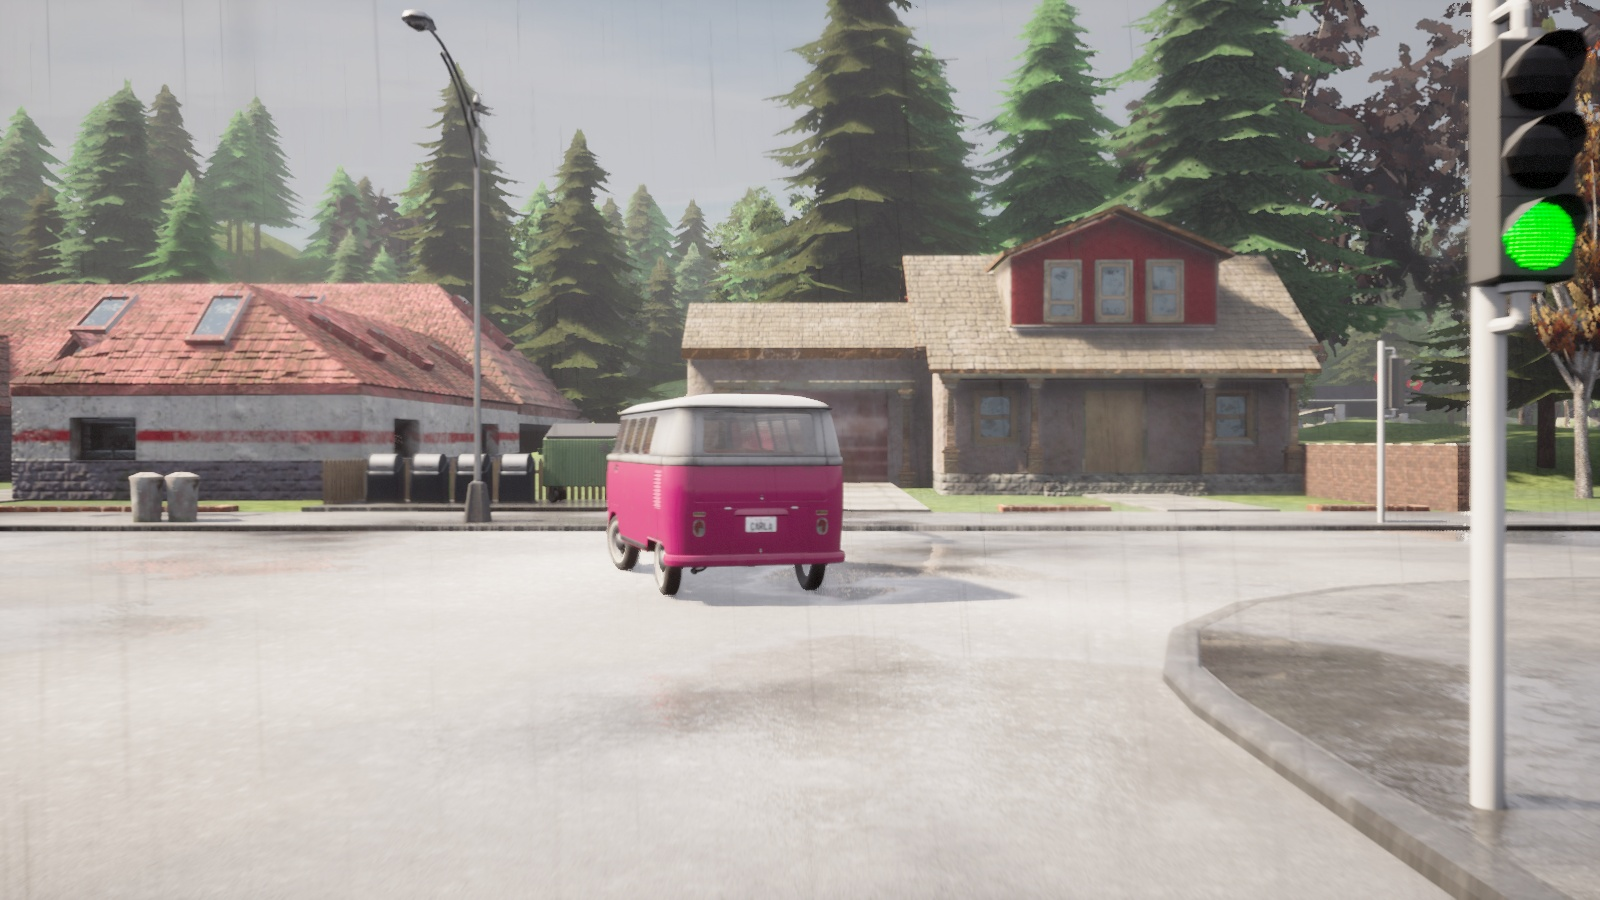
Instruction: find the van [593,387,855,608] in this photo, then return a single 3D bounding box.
[{"bbox_3d":[-1.018,0.414,13.671,1.775,1.987,4.442,0,0,-18],"label":"van"}]
